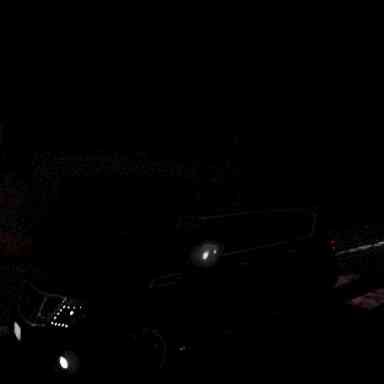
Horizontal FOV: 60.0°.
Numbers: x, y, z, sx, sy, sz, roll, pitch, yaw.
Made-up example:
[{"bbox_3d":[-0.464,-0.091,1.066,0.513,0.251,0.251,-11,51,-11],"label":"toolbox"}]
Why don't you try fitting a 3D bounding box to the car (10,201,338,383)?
[{"bbox_3d":[0.186,1.214,5.500,5.566,2.045,2.150,-1,0,-38],"label":"car"}]
